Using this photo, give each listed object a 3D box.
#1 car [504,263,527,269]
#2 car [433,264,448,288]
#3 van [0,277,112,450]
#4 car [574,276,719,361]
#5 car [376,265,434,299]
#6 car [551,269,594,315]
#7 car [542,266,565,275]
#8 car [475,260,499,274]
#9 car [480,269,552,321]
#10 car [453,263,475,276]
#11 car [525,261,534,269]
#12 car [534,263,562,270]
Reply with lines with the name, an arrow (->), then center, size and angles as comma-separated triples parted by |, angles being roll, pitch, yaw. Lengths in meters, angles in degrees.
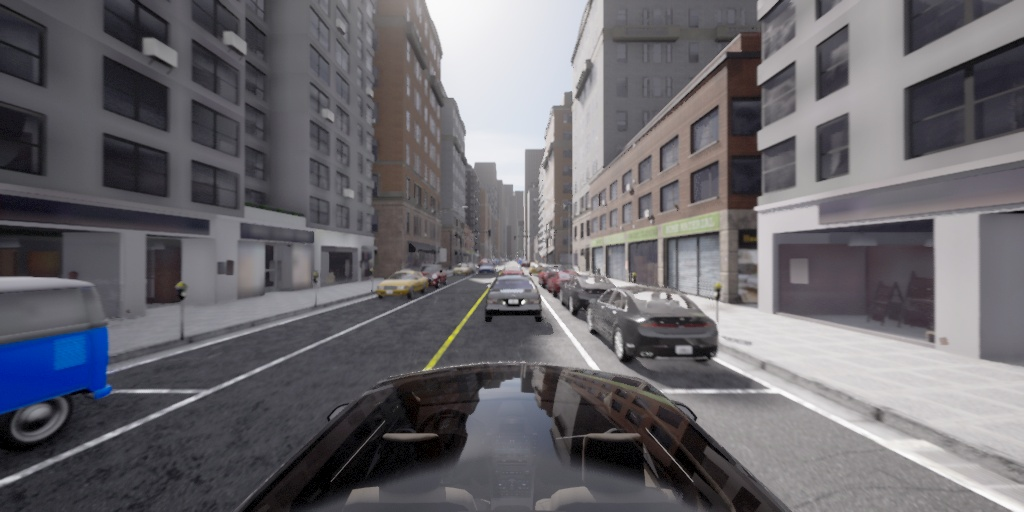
car -> 0.064, 1.507, 30.903 | 1.895, 1.301, 4.718 | 0, 0, 0
car -> -5.683, 1.312, 24.703 | 1.967, 1.591, 4.097 | 0, 0, 0
van -> -5.665, 1.096, 2.599 | 1.690, 1.789, 3.998 | 0, 0, 0
car -> 2.854, 1.335, 8.131 | 2.007, 1.370, 4.403 | 0, 0, 0
car -> -5.679, 1.368, 19.007 | 1.751, 1.417, 4.829 | 0, 0, 0
car -> 2.850, 1.364, 13.657 | 2.007, 1.370, 4.403 | 0, 0, 0
car -> 2.847, 1.425, 19.182 | 1.802, 1.307, 4.207 | 0, 0, 0
car -> -3.091, 1.532, 44.945 | 2.033, 1.411, 5.357 | 0, 0, 0
car -> 0.060, 1.357, 12.753 | 2.033, 1.411, 5.357 | 0, 0, 0
car -> -5.693, 1.489, 41.110 | 1.751, 1.417, 4.829 | 0, 0, 0
car -> 2.832, 1.489, 41.455 | 1.751, 1.417, 4.829 | 0, 0, 0
car -> 2.843, 1.312, 24.708 | 1.967, 1.591, 4.097 | 0, 0, 0
